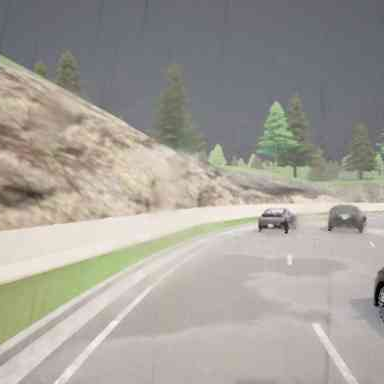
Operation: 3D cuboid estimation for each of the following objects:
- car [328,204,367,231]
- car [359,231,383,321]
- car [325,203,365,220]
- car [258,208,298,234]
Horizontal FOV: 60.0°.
[{"bbox_3d":[10.802,1.695,22.949,2.097,1.767,4.553,0,-1,31],"label":"car"},{"bbox_3d":[4.126,1.574,4.267,2.128,1.511,4.902,0,-1,6],"label":"car"},{"bbox_3d":[16.315,2.015,35.248,4.902,1.511,2.128,1,-1,-43],"label":"car"},{"bbox_3d":[5.647,1.777,21.559,2.128,1.511,4.902,0,-1,26],"label":"car"}]
